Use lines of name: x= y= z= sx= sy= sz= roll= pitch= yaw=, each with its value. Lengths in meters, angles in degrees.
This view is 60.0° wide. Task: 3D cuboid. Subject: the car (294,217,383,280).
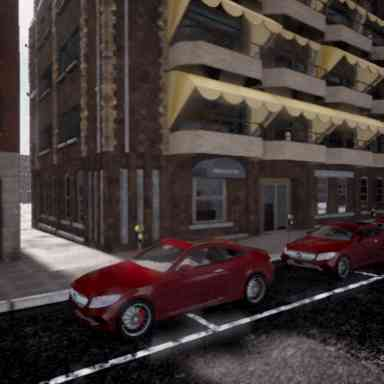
car: x=4.434 y=1.529 z=9.728 sx=4.206 sy=1.307 sz=1.802 roll=0 pitch=0 yaw=-36

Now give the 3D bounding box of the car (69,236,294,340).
car: x=-0.163 y=1.562 z=6.446 sx=4.206 sy=1.307 sz=1.802 roll=0 pitch=0 yaw=-36
